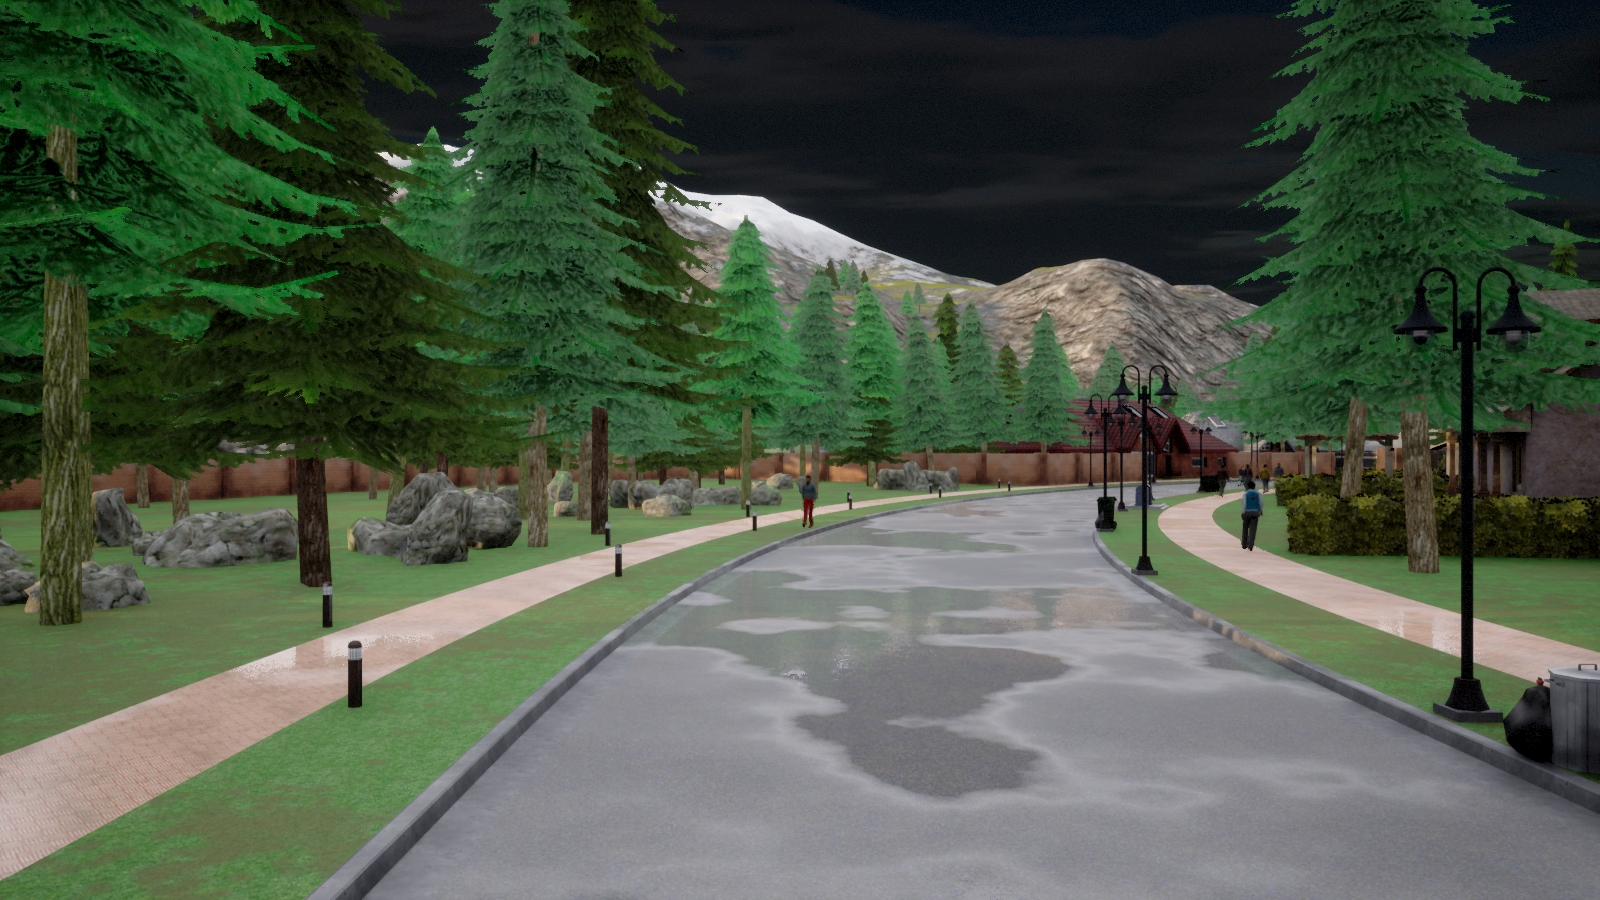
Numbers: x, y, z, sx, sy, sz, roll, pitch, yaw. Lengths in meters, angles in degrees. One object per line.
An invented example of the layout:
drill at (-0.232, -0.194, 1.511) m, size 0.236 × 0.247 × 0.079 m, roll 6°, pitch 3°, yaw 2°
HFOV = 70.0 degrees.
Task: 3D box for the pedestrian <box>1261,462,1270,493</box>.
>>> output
pedestrian at (27.999, 1.662, 68.739) m, size 0.375 × 1.860 × 0.375 m, roll 0°, pitch 0°, yaw 38°

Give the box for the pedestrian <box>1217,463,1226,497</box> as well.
pedestrian at (23.340, 1.663, 63.200) m, size 0.375 × 1.860 × 0.375 m, roll 0°, pitch 0°, yaw 38°

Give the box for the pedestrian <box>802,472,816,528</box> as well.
pedestrian at (0.303, 1.665, 38.282) m, size 0.375 × 1.860 × 0.375 m, roll 0°, pitch 0°, yaw 16°

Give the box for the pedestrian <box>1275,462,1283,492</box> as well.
pedestrian at (29.818, 1.663, 71.109) m, size 0.375 × 1.860 × 0.375 m, roll 0°, pitch 0°, yaw 42°

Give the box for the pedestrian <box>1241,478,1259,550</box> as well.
pedestrian at (11.777, 1.664, 29.896) m, size 0.375 × 1.860 × 0.375 m, roll 0°, pitch 0°, yaw 14°

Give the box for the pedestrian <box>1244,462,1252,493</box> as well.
pedestrian at (27.312, 1.663, 69.690) m, size 0.375 × 1.860 × 0.375 m, roll 0°, pitch 0°, yaw 32°
